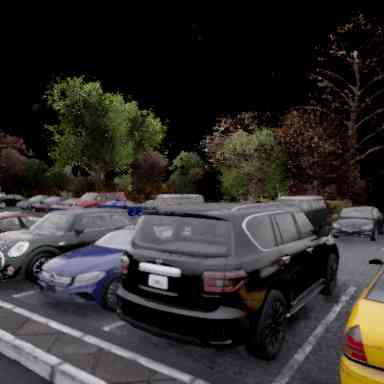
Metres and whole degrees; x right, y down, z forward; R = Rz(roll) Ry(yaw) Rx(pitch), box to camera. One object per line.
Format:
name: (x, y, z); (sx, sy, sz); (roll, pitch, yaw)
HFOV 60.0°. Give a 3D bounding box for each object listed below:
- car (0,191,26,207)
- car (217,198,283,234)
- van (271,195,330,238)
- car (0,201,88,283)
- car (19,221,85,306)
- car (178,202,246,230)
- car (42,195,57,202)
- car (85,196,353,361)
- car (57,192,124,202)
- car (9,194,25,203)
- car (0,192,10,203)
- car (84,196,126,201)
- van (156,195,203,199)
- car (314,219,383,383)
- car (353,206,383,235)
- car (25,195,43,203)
car: (-21.675, 0.754, 37.737); (2.185, 1.767, 4.553); (2, 1, 35)
car: (3.590, 1.290, 19.858); (2.185, 1.767, 4.553); (0, 0, 35)
van: (6.081, 1.205, 18.277); (1.878, 1.987, 4.442); (0, 0, 35)
car: (-3.484, 1.292, 9.541); (2.185, 1.767, 4.553); (0, 0, 35)
car: (-1.195, 1.472, 7.887); (2.002, 1.452, 4.674); (0, 0, 35)
car: (1.423, 1.431, 21.469); (2.163, 1.488, 4.792); (0, 0, 35)
car: (-10.256, 1.228, 29.659); (2.163, 1.488, 4.792); (2, 1, 35)
car: (1.128, 1.195, 6.275); (2.435, 2.045, 5.566); (0, 0, 35)
car: (-7.945, 1.012, 28.026); (2.435, 2.045, 5.566); (2, 1, 35)
car: (-14.741, 1.074, 32.878); (2.231, 1.521, 4.892); (2, 1, 35)
car: (-19.459, 0.941, 36.201); (2.097, 1.535, 5.008); (2, 1, 35)
car: (-5.623, 1.324, 26.411); (2.097, 1.535, 5.008); (2, 1, 35)
van: (-0.970, 1.162, 22.978); (1.878, 1.987, 4.442); (0, 0, 35)
car: (3.525, 1.458, 4.772); (1.946, 1.575, 5.366); (0, 0, 35)
car: (8.322, 1.447, 16.556); (2.231, 1.521, 4.892); (0, 0, 35)
car: (-12.560, 1.164, 31.290); (2.163, 1.488, 4.792); (2, 1, 35)
